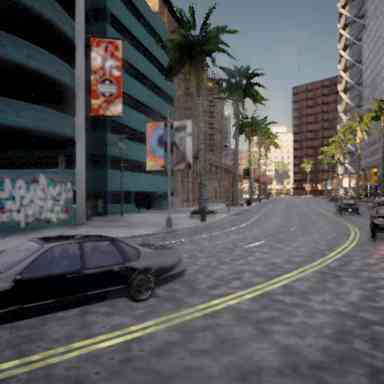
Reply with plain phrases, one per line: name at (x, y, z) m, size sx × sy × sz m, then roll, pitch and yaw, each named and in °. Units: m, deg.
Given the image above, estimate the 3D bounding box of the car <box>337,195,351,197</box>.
car at (34.604, 1.495, 74.371) m, size 2.185 × 1.767 × 4.553 m, roll 0°, pitch 0°, yaw 16°

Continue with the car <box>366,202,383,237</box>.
car at (10.408, 1.513, 17.557) m, size 2.128 × 1.511 × 4.902 m, roll 0°, pitch 0°, yaw 27°

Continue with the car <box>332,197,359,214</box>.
car at (16.584, 1.574, 35.745) m, size 1.837 × 1.490 × 4.892 m, roll 0°, pitch 0°, yaw 17°

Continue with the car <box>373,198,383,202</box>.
car at (26.394, 1.540, 46.167) m, size 2.231 × 1.521 × 4.892 m, roll 0°, pitch 0°, yaw 16°

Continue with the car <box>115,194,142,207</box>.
car at (-9.219, 1.316, 48.701) m, size 2.435 × 2.045 × 5.566 m, roll 0°, pitch 0°, yaw 16°

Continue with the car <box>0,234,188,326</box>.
car at (-2.602, 1.598, 6.671) m, size 5.357 × 1.411 × 2.033 m, roll 0°, pitch 0°, yaw -40°
